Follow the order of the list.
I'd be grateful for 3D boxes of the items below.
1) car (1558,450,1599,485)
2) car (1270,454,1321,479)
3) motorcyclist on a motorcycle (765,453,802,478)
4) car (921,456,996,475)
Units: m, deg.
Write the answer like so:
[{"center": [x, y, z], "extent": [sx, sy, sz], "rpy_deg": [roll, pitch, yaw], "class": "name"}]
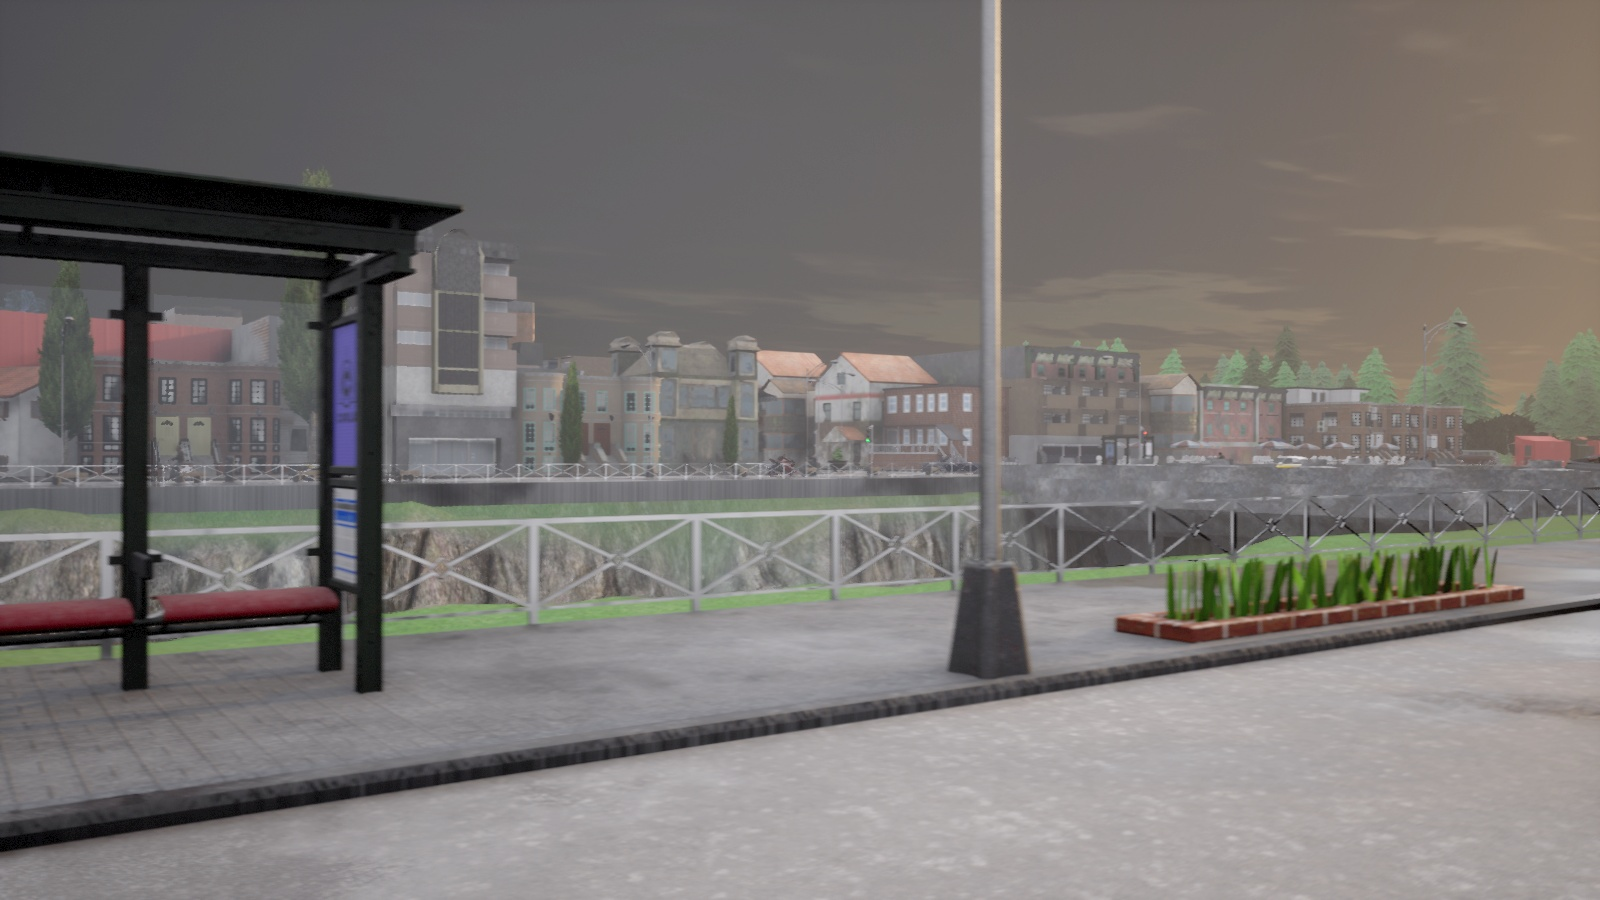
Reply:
[{"center": [35.271, 0.749, 53.668], "extent": [2.007, 1.525, 4.514], "rpy_deg": [0, 0, -34], "class": "car"}, {"center": [28.008, 0.914, 71.023], "extent": [1.481, 1.376, 2.207], "rpy_deg": [0, 0, -35], "class": "car"}, {"center": [-1.031, 0.975, 78.750], "extent": [2.191, 1.530, 0.866], "rpy_deg": [0, 0, -35], "class": "motorcyclist on a motorcycle"}, {"center": [10.678, 1.031, 84.859], "extent": [4.718, 1.301, 1.895], "rpy_deg": [0, 0, -6], "class": "car"}]
